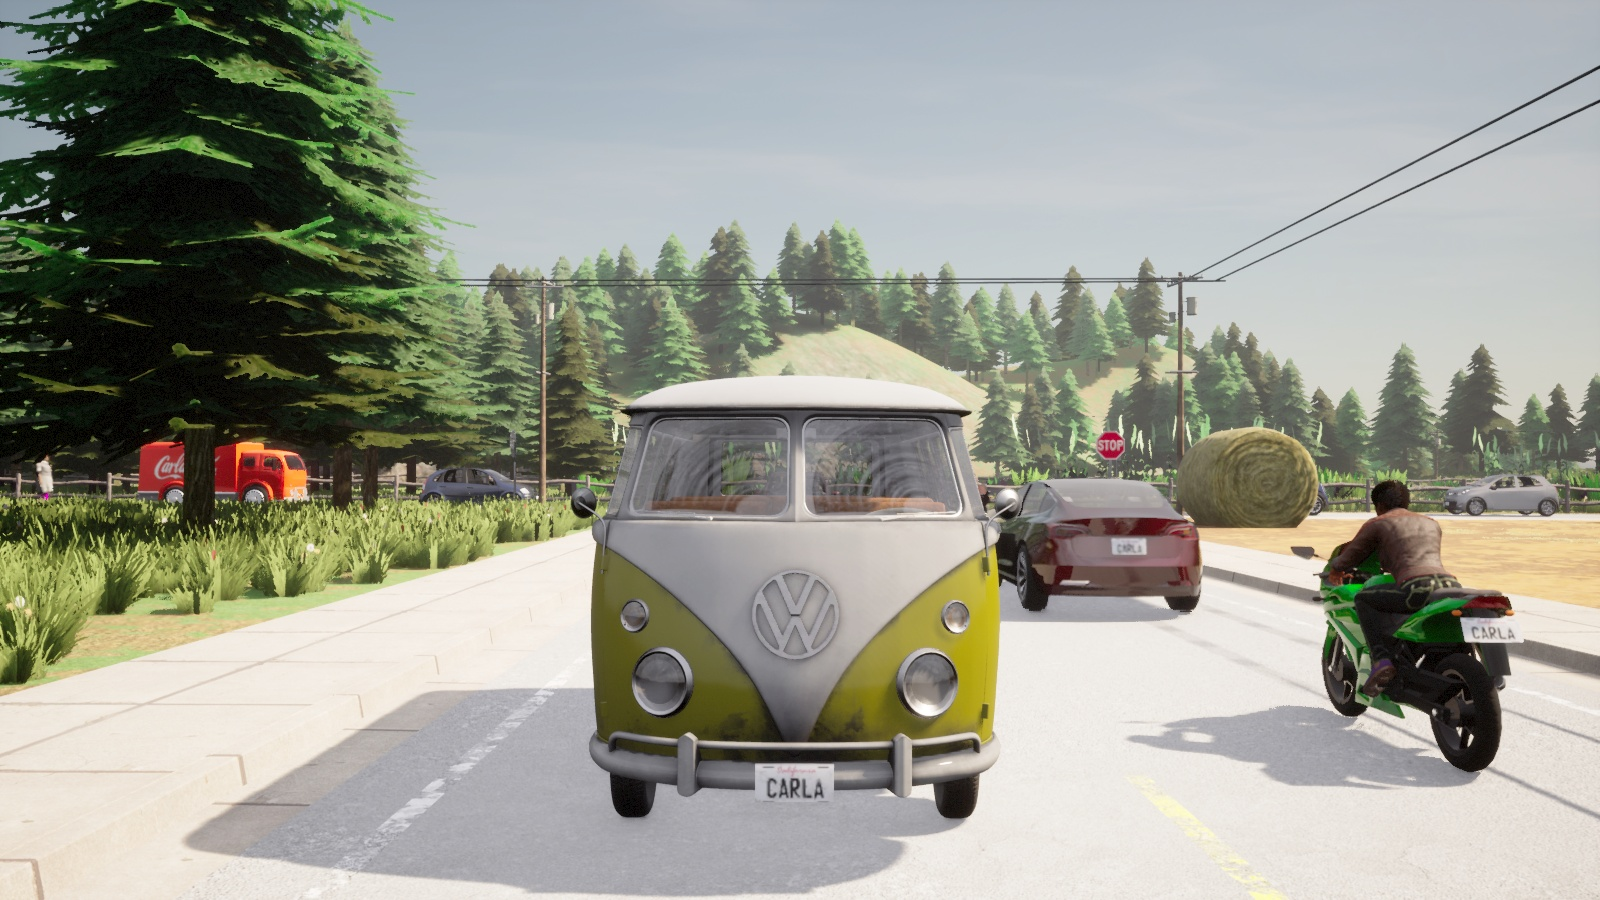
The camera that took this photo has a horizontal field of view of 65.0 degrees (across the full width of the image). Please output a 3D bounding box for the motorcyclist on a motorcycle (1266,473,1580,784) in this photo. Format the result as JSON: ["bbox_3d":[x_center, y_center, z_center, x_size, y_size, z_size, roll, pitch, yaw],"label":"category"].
[{"bbox_3d":[3.482,0.906,7.279,0.797,1.523,2.044,0,0,0],"label":"motorcyclist on a motorcycle"}]

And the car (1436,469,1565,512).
[{"bbox_3d":[25.302,1.454,45.461,3.633,1.501,1.845,0,-1,3],"label":"car"}]

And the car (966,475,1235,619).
[{"bbox_3d":[3.463,1.062,15.547,2.163,1.488,4.792,0,-1,0],"label":"car"}]

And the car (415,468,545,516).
[{"bbox_3d":[-11.075,1.453,43.640,3.988,1.617,1.851,0,-1,3],"label":"car"}]

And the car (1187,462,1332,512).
[{"bbox_3d":[16.717,1.340,45.861,4.553,1.767,2.097,0,-1,3],"label":"car"}]

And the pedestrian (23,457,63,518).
[{"bbox_3d":[-24.411,1.215,40.496,0.873,1.952,0.659,0,-1,-1],"label":"pedestrian"}]

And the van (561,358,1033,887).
[{"bbox_3d":[-0.017,0.684,6.965,1.775,1.987,4.442,0,-1,0],"label":"van"}]

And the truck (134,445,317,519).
[{"bbox_3d":[-20.062,1.111,44.039,5.204,2.467,2.627,0,-1,2],"label":"truck"}]
